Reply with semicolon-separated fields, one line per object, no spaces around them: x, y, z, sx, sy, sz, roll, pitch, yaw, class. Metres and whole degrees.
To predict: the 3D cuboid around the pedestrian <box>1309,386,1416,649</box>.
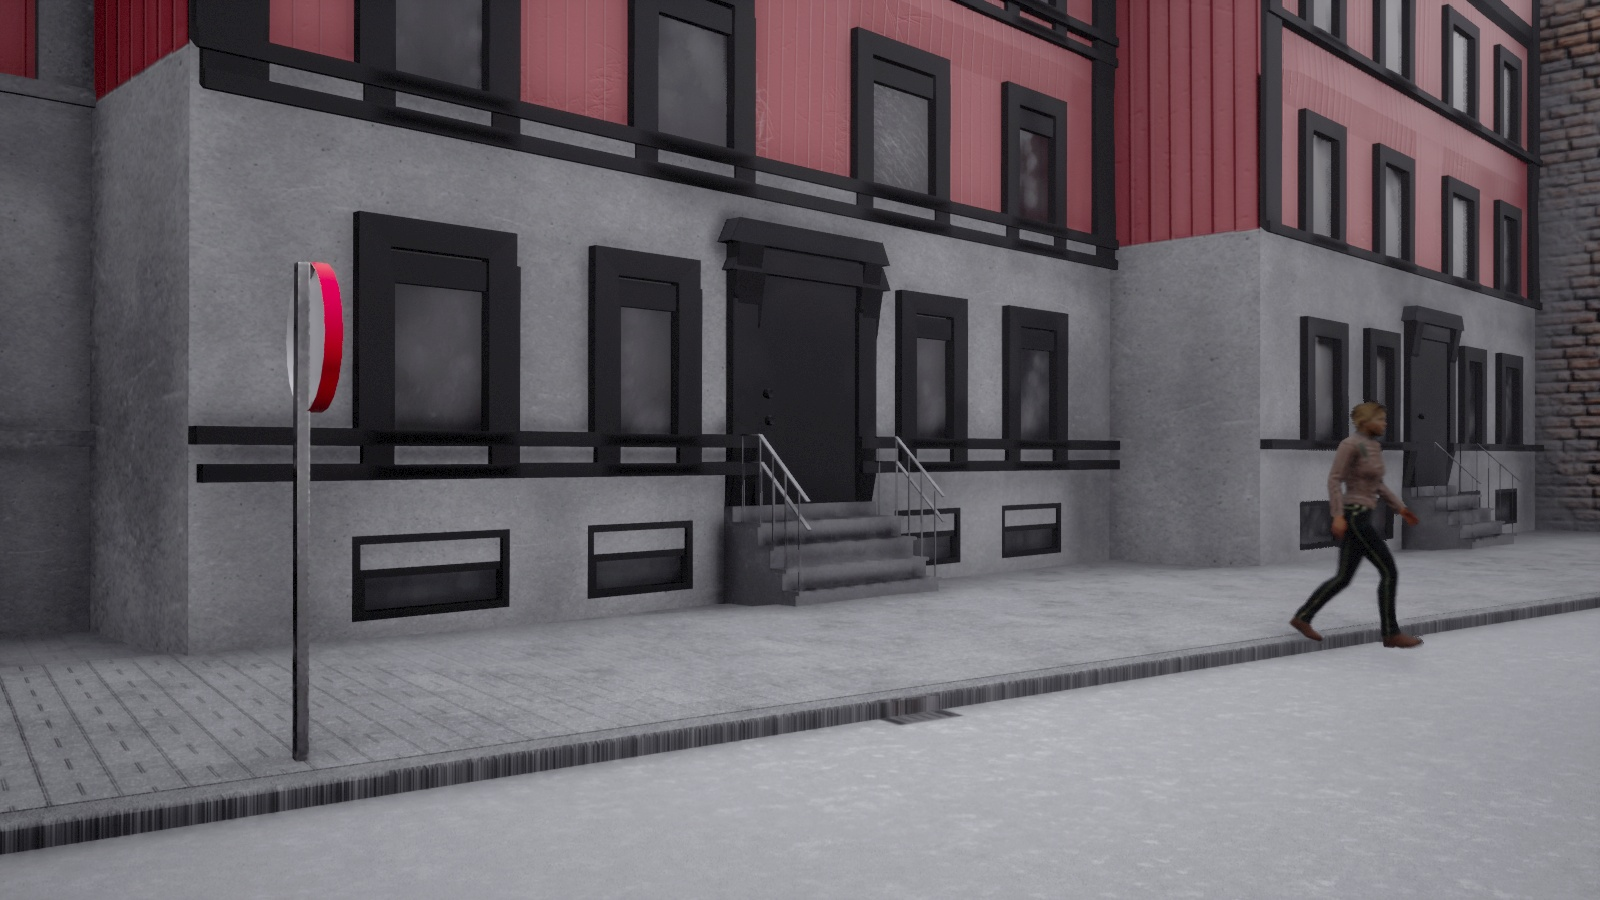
4.094;0.476;9.148;0.634;1.846;0.331;0;0;41;pedestrian
